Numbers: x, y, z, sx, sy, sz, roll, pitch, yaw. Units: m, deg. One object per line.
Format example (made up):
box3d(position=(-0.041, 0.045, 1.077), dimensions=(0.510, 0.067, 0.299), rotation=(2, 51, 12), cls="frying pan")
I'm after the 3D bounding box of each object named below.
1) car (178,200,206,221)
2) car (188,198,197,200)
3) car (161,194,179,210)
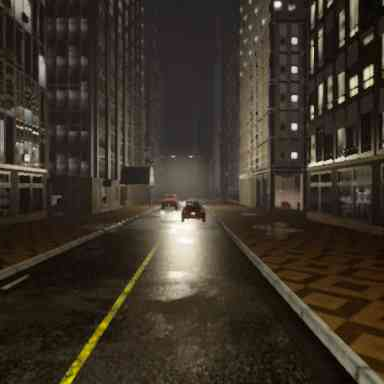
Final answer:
box3d(position=(0.106, 1.639, 27.671), dimensions=(1.994, 1.385, 4.181), rotation=(0, 0, 0), cls="car")
box3d(position=(0.110, 1.633, 47.024), dimensions=(2.128, 1.511, 4.902), rotation=(0, 0, 0), cls="car")
box3d(position=(-2.991, 1.343, 45.830), dimensions=(2.150, 2.045, 5.566), rotation=(0, 0, 0), cls="car")
